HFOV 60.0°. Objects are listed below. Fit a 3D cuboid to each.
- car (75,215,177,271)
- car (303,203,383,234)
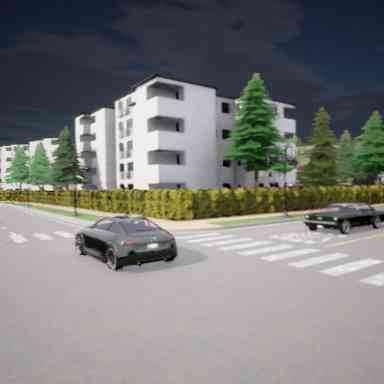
[{"bbox_3d":[-2.245,1.428,10.629,1.994,1.385,4.181,-2,1,-36],"label":"car"},{"bbox_3d":[7.560,1.211,16.363,4.718,1.301,1.895,-2,1,-36],"label":"car"}]
